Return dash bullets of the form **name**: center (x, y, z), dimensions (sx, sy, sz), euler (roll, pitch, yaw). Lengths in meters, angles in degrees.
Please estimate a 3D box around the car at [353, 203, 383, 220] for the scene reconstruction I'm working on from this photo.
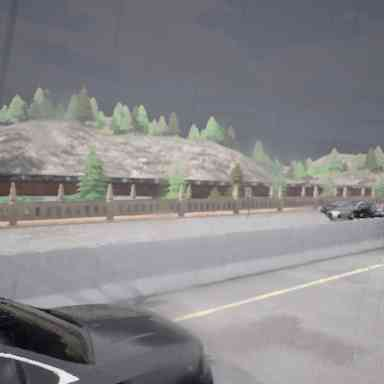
- **car**: center (12.919, 1.541, 21.787), dimensions (4.718, 1.301, 1.895), euler (0, 0, -35)

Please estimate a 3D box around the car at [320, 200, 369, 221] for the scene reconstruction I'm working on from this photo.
- **car**: center (12.463, 1.427, 25.748), dimensions (4.902, 1.511, 2.128), euler (0, 0, -35)

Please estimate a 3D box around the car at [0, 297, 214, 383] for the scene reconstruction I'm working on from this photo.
- **car**: center (-2.058, 1.505, 2.279), dimensions (4.892, 1.490, 1.837), euler (0, 0, -35)

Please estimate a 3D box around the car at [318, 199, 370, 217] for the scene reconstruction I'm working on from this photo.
- **car**: center (14.377, 1.469, 31.408), dimensions (5.357, 1.411, 2.033), euler (0, 0, -35)
